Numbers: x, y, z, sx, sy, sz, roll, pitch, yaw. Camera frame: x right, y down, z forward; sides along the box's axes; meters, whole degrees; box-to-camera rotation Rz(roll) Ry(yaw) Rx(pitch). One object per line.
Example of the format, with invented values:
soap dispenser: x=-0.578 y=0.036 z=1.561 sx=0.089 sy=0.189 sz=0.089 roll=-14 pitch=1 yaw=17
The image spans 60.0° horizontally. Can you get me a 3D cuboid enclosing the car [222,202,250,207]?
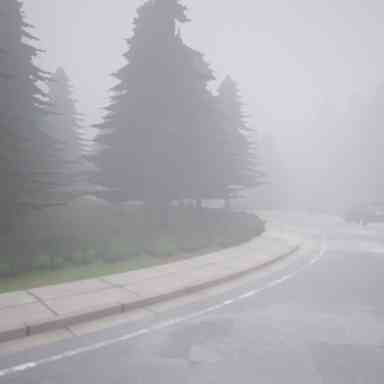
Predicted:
car: x=5.989 y=1.838 z=46.375 sx=1.812 sy=1.442 sz=4.674 roll=1 pitch=-1 yaw=-35

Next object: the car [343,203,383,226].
car: x=13.429 y=1.607 z=25.725 sx=2.097 sy=1.767 sz=4.553 roll=0 pitch=0 yaw=4
